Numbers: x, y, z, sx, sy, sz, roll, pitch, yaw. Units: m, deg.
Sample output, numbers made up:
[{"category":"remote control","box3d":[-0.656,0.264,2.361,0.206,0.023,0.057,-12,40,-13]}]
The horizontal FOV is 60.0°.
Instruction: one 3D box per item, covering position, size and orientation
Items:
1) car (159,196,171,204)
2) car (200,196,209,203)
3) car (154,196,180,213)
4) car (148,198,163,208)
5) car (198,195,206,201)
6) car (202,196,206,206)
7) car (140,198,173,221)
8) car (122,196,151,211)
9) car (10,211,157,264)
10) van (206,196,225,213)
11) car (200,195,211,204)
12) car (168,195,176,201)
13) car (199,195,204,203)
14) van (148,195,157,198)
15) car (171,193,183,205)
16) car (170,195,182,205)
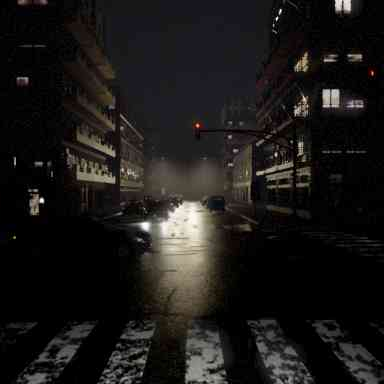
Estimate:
[{"category":"car","box3d":[-5.253,1.523,65.409,1.887,1.381,4.507,0,0,0]},{"category":"car","box3d":[2.632,1.520,70.983,1.887,1.381,4.507,0,0,0]},{"category":"car","box3d":[-2.814,1.537,37.036,2.033,1.411,5.357,0,0,0]},{"category":"car","box3d":[-5.317,1.568,48.665,1.802,1.307,4.206,0,0,0]},{"category":"car","box3d":[2.648,1.527,87.728,1.947,1.339,4.313,0,0,0]},{"category":"car","box3d":[2.701,1.533,43.077,1.887,1.381,4.507,0,0,0]},{"category":"car","box3d":[-2.812,1.519,27.390,1.812,1.442,4.674,0,0,-1]},{"category":"car","box3d":[-5.414,1.432,31.920,1.967,1.590,4.097,0,0,0]},{"category":"car","box3d":[-3.742,1.561,11.475,4.674,1.442,1.812,-1,0,0]},{"category":"van","box3d":[2.730,1.331,36.873,1.690,1.788,3.998,0,0,0]},{"category":"car","box3d":[2.627,1.419,65.401,1.967,1.590,4.097,0,0,0]},{"category":"car","box3d":[-5.233,1.512,87.735,2.008,1.369,4.403,0,0,0]},{"category":"car","box3d":[2.619,1.550,54.239,1.947,1.339,4.313,0,0,0]},{"category":"van","box3d":[-5.369,1.329,43.084,1.690,1.788,3.998,0,0,0]},{"category":"car","box3d":[-2.747,1.204,57.591,2.150,2.045,5.566,0,0,1]},{"category":"car","box3d":[-2.795,1.512,46.948,1.812,1.442,4.674,0,0,0]}]
